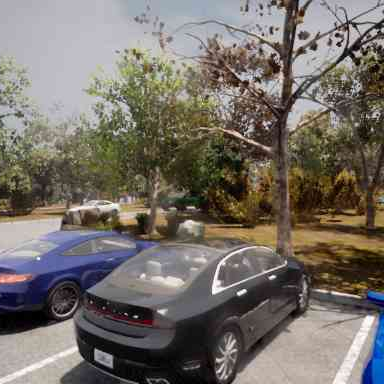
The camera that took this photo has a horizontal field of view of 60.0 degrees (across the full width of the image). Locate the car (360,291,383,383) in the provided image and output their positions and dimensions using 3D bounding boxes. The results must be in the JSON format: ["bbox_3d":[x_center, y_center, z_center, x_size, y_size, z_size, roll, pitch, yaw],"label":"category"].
[{"bbox_3d":[3.141,1.479,3.582,2.097,1.535,5.008,0,0,36],"label":"car"}]

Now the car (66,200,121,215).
[{"bbox_3d":[-7.776,1.410,26.690,1.812,1.442,4.674,-3,-1,34],"label":"car"}]

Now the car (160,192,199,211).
[{"bbox_3d":[-1.071,0.966,36.298,2.150,2.045,5.566,-3,-1,35],"label":"car"}]

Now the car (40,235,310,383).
[{"bbox_3d":[0.471,1.485,5.475,2.231,1.521,4.892,0,0,36],"label":"car"}]

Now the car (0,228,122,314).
[{"bbox_3d":[-2.193,1.528,7.381,2.002,1.452,4.674,0,0,36],"label":"car"}]
